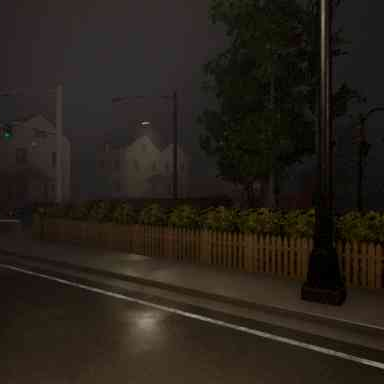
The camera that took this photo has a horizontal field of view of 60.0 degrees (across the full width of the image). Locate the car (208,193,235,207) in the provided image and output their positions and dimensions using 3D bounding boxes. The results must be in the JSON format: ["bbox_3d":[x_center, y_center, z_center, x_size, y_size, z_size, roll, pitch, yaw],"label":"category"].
[{"bbox_3d":[4.287,1.221,48.813,2.150,2.045,5.566,0,0,35],"label":"car"}]

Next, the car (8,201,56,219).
[{"bbox_3d":[-13.672,1.526,29.430,1.812,1.442,4.674,0,0,35],"label":"car"}]
